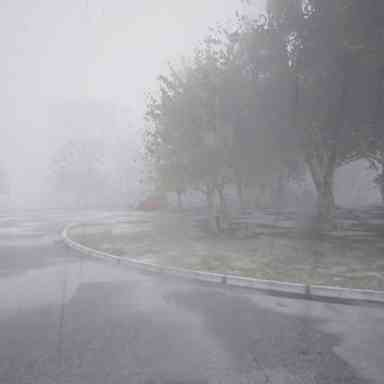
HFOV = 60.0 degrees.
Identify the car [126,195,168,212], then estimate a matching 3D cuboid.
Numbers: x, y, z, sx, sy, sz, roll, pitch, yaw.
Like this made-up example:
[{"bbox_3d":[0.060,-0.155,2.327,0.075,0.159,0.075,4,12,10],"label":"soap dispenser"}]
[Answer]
[{"bbox_3d":[-4.829,1.121,35.848,4.553,1.767,2.097,-1,1,-45],"label":"car"}]
